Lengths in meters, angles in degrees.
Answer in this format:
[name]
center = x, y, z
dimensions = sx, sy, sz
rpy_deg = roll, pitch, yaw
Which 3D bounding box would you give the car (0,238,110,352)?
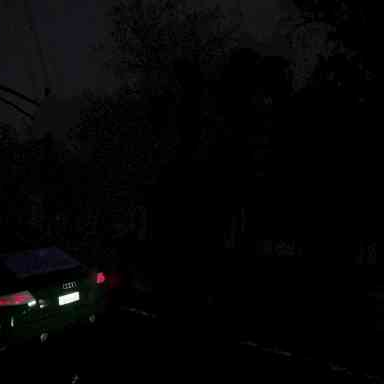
[car]
center = -3.479, 1.564, 6.146
dimensions = 4.181, 1.385, 1.994
rpy_deg = 0, 0, 35
